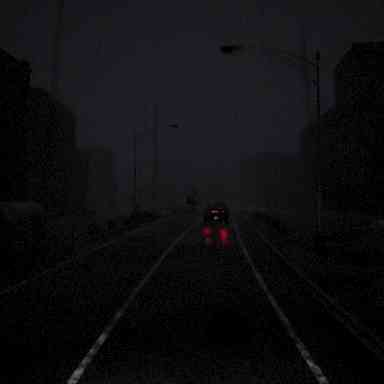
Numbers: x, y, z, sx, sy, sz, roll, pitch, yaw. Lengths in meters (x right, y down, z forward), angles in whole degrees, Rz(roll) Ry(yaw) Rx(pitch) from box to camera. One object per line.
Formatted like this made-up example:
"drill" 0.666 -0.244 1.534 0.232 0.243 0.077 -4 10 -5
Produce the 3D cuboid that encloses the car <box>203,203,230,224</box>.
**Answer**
"car" 1.916 1.627 25.695 2.128 1.511 4.902 0 -1 6

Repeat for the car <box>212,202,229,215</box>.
"car" 3.656 2.148 42.565 2.128 1.511 4.902 0 -3 5
